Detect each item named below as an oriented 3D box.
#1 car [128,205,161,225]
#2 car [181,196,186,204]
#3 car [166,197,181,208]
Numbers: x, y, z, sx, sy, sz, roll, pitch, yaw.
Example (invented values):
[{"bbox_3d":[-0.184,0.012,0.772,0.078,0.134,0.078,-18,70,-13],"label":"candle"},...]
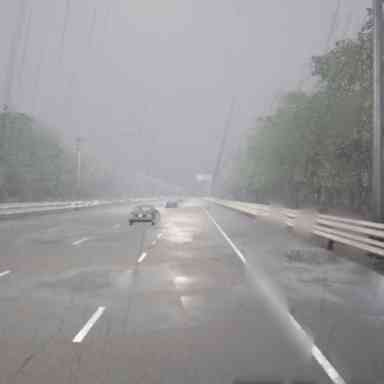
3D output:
[{"bbox_3d":[-3.467,1.675,24.857,2.033,1.411,5.357,0,-1,0],"label":"car"},{"bbox_3d":[-3.099,2.318,85.530,1.837,1.490,4.892,0,-1,1],"label":"car"},{"bbox_3d":[-3.326,1.947,56.358,1.882,1.535,5.008,0,-1,0],"label":"car"}]
